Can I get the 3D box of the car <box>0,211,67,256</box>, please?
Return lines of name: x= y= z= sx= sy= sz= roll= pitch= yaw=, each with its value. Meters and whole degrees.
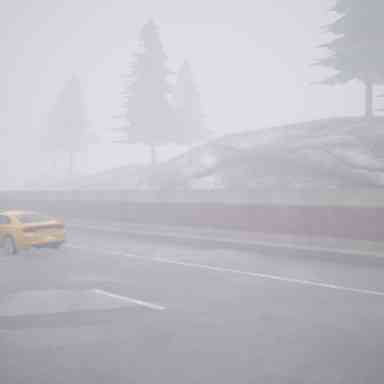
car: x=-7.103 y=1.497 z=13.366 sx=5.008 sy=1.535 sz=1.882 roll=0 pitch=0 yaw=36
